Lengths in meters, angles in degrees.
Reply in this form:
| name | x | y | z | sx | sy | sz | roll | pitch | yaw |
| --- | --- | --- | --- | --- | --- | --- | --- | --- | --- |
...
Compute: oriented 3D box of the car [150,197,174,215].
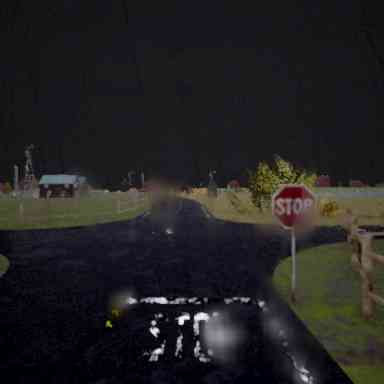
| name | x | y | z | sx | sy | sz | roll | pitch | yaw |
| --- | --- | --- | --- | --- | --- | --- | --- | --- | --- |
| car | -2.763 | 1.323 | 31.306 | 1.837 | 1.490 | 4.892 | 0 | 3 | 0 |
